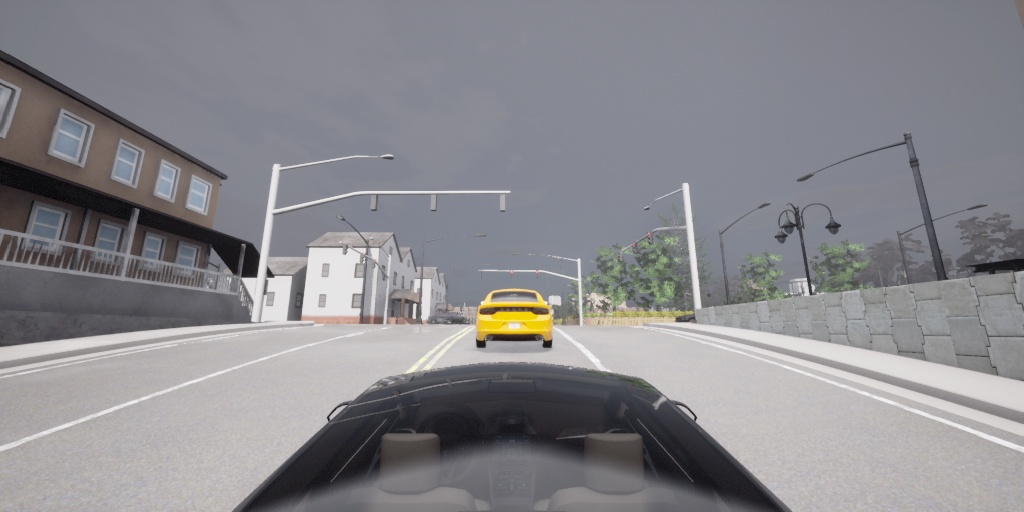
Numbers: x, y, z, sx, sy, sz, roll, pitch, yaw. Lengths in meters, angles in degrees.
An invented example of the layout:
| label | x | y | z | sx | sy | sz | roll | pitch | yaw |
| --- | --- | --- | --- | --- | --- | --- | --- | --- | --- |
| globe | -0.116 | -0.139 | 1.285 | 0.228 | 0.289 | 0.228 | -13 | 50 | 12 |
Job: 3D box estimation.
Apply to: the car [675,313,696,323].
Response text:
| label | x | y | z | sx | sy | sz | roll | pitch | yaw |
| --- | --- | --- | --- | --- | --- | --- | --- | --- | --- |
| car | 16.464 | 5.260 | 30.403 | 5.008 | 1.535 | 1.882 | 0 | -12 | 1 |

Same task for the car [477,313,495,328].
| label | x | y | z | sx | sy | sz | roll | pitch | yaw |
| --- | --- | --- | --- | --- | --- | --- | --- | --- | --- |
| car | -3.642 | 9.375 | 51.741 | 2.150 | 2.045 | 5.566 | 0 | -11 | 0 |

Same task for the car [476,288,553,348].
| label | x | y | z | sx | sy | sz | roll | pitch | yaw |
| --- | --- | --- | --- | --- | --- | --- | --- | --- | --- |
| car | 0.062 | 1.723 | 10.543 | 1.882 | 1.535 | 5.008 | 0 | -7 | 0 |

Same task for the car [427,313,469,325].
| label | x | y | z | sx | sy | sz | roll | pitch | yaw |
| --- | --- | --- | --- | --- | --- | --- | --- | --- | --- |
| car | -5.909 | 6.014 | 33.674 | 1.994 | 1.385 | 4.181 | -7 | -14 | 32 |
